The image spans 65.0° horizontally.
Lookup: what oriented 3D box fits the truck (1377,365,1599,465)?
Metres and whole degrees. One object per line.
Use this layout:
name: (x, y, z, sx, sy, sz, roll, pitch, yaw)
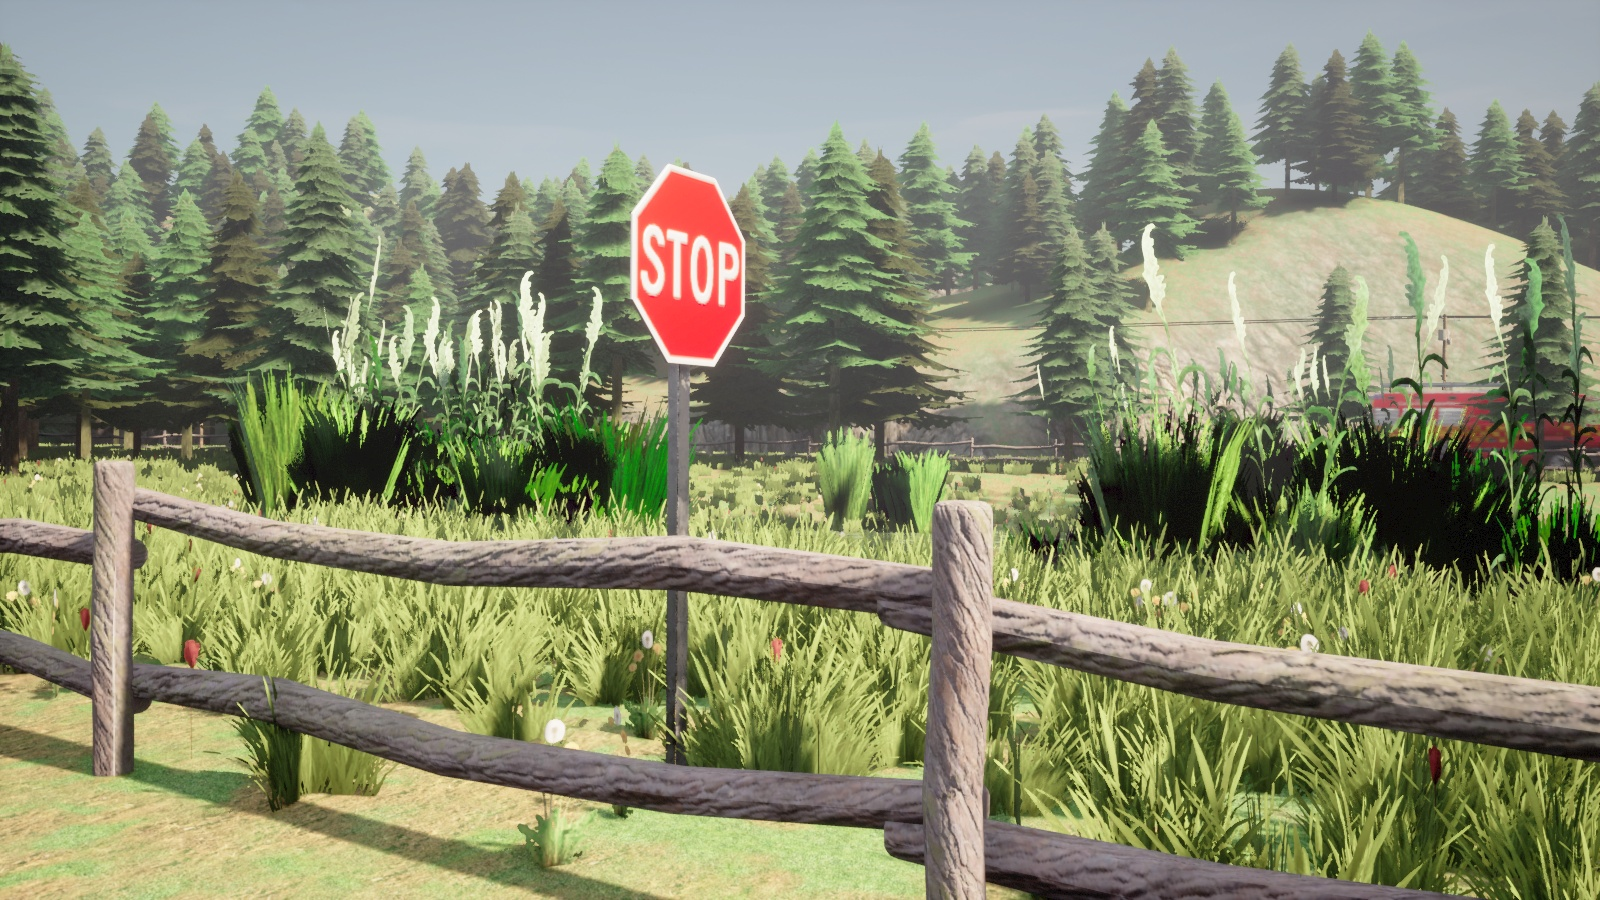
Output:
truck: (28.129, -1.350, 51.023, 8.468, 3.827, 2.891, 0, 1, 25)
